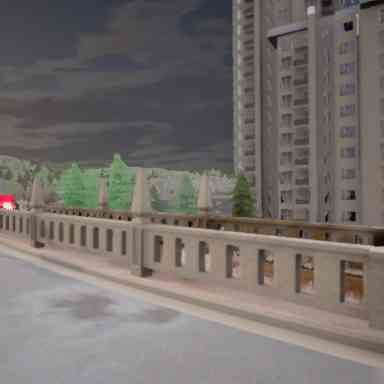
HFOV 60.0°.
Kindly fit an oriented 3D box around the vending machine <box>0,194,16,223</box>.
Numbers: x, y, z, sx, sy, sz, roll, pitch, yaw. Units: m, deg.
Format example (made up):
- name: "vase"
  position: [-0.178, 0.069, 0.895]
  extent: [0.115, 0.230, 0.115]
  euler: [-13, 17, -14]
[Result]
- name: "vending machine"
  position: [-13.802, 1.200, 24.815]
  extent: [1.100, 2.100, 0.880]
  euler: [-1, 0, -34]
